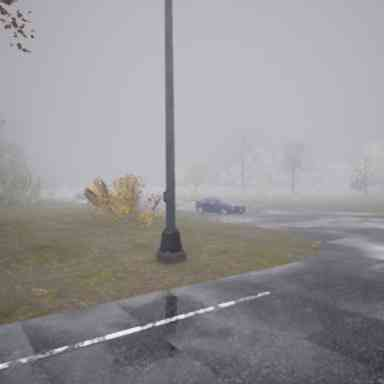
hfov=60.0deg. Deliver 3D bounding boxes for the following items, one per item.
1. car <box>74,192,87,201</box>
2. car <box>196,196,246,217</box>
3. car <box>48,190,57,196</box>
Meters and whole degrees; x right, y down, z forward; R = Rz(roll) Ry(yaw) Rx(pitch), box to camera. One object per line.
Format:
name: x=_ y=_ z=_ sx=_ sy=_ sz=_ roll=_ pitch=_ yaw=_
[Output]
car: x=-18.521 y=0.723 z=56.664 sx=2.033 sy=1.411 sz=5.357 roll=-2 pitch=2 yaw=-35
car: x=2.280 y=1.084 z=27.276 sx=1.882 sy=1.535 sz=5.008 roll=-2 pitch=2 yaw=-35
car: x=-36.819 y=0.236 z=87.546 sx=1.994 sy=1.385 sz=4.181 roll=-2 pitch=2 yaw=-28
